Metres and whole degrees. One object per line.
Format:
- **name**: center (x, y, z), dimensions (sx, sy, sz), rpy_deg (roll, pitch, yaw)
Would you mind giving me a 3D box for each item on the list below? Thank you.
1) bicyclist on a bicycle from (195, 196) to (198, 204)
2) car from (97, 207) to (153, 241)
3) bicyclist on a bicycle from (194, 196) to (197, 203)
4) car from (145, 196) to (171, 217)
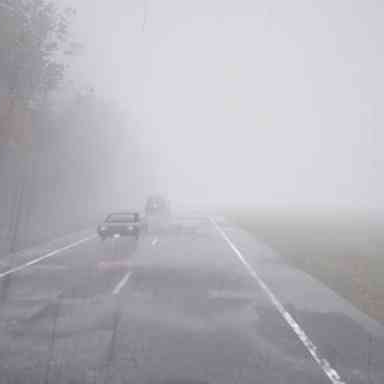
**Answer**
- **bicyclist on a bicycle**: center (0.935, 1.905, 76.022), dimensions (0.582, 1.620, 1.656), rpy_deg (0, -1, 0)
- **car**: center (-3.409, 1.704, 17.367), dimensions (1.895, 1.301, 4.718), rpy_deg (0, 0, 0)
- **bicyclist on a bicycle**: center (0.930, 1.875, 85.018), dimensions (0.659, 1.776, 1.843), rpy_deg (0, 0, 0)
- **car**: center (-3.413, 1.421, 33.633), dimensions (2.150, 2.045, 5.566), rpy_deg (0, 0, 0)
